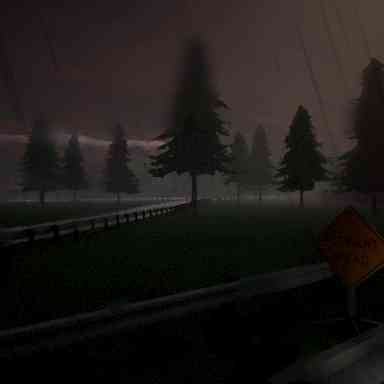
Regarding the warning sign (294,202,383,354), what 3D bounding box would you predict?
[{"bbox_3d":[2.421,1.114,5.043,1.060,1.860,1.300,0,0,-35],"label":"warning sign"}]
